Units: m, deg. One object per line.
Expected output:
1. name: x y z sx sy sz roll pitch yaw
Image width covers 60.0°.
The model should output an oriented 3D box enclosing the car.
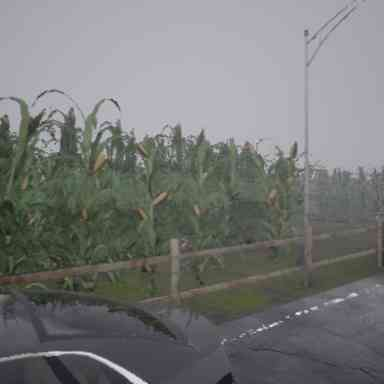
1. car: -1.885 1.510 1.764 4.892 1.490 1.837 0 0 -36
